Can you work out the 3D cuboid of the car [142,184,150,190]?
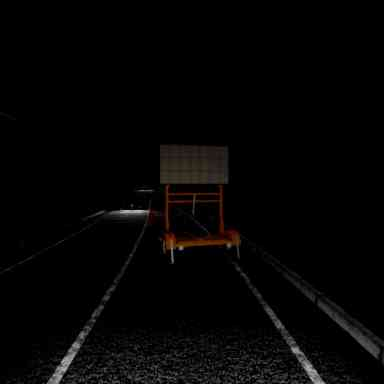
[{"bbox_3d":[-11.983,-1.306,86.168,1.812,1.442,4.674,0,4,-7],"label":"car"}]

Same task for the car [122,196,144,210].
[{"bbox_3d":[-5.942,1.097,33.654,1.994,1.385,4.181,0,0,-7],"label":"car"}]

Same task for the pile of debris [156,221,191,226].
[{"bbox_3d":[-1.073,1.743,18.463,1.860,0.140,1.500,0,1,-5],"label":"pile of debris"}]

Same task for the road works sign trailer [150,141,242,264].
[{"bbox_3d":[0.036,0.174,10.845,2.380,3.560,2.880,-1,1,-16],"label":"road works sign trailer"}]
